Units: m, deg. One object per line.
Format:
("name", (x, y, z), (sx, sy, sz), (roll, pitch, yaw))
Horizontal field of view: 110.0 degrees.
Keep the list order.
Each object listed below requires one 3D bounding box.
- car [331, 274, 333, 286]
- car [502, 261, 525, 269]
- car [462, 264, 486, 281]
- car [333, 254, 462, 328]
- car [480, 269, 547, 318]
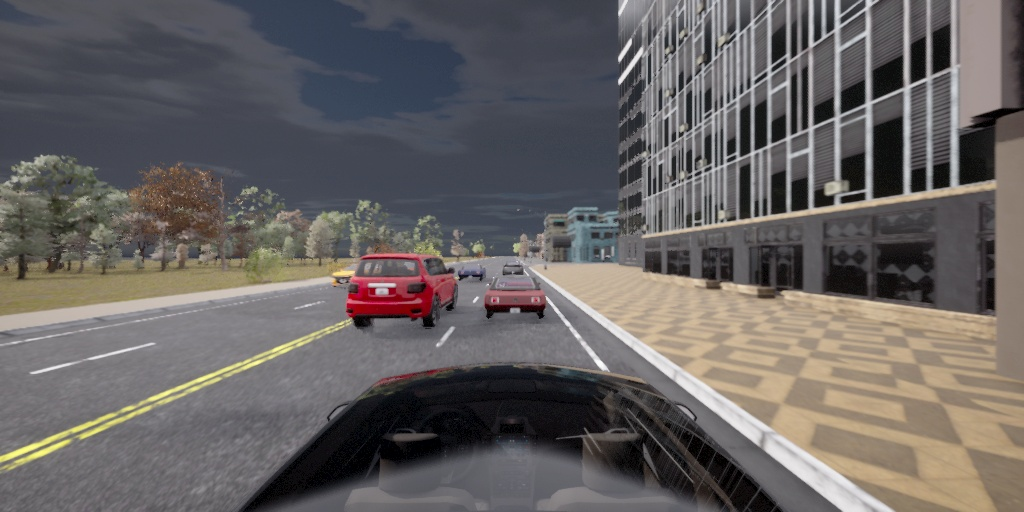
("car", (-9.841, 1.182, 23.349), (1.882, 1.535, 5.008), (0, 0, 0))
("car", (0.099, 1.177, 32.548), (2.128, 1.511, 4.902), (0, 0, 0))
("car", (-3.151, 1.293, 29.338), (1.895, 1.301, 4.718), (0, 0, 0))
("car", (-3.150, 0.951, 11.368), (2.150, 2.045, 5.566), (0, 0, 0))
("car", (0.099, 1.328, 12.821), (1.895, 1.301, 4.718), (0, 0, 0))
